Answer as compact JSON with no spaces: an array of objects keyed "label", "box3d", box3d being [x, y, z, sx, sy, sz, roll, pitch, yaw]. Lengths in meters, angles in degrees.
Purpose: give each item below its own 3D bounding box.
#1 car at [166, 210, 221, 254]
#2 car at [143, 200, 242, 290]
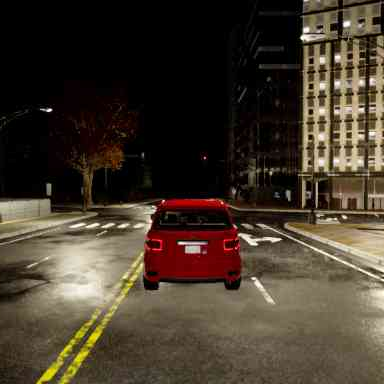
[{"label":"car","box3d":[0.066,1.560,14.127,1.994,1.385,4.181,0,0,0]},{"label":"car","box3d":[-0.020,1.218,9.188,2.150,2.045,5.566,0,0,-1]}]
